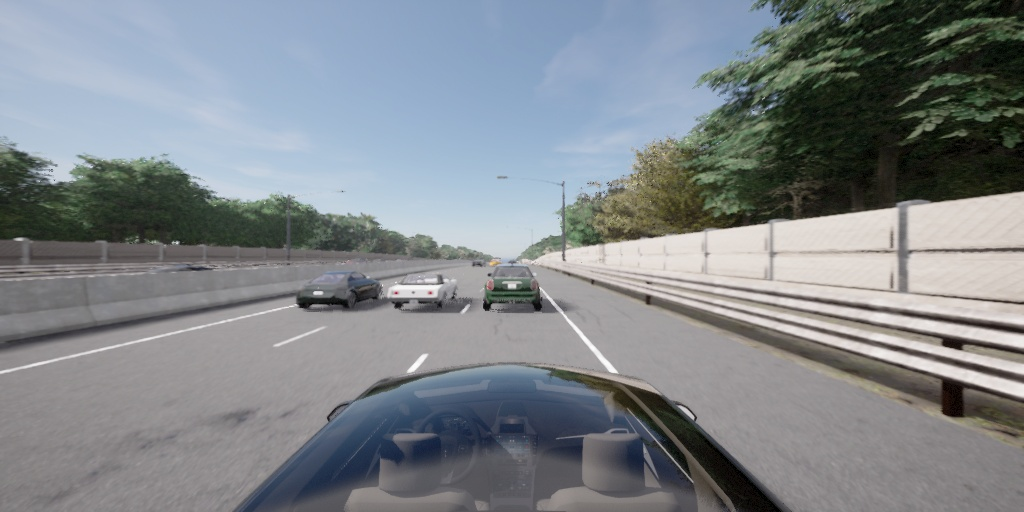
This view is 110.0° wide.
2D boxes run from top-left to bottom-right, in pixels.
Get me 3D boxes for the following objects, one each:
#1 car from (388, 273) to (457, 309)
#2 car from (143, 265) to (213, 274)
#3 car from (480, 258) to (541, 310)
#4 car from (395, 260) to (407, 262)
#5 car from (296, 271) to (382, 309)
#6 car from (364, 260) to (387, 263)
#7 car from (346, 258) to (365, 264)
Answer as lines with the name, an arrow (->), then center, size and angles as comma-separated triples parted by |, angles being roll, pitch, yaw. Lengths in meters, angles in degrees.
car -> -3.495, 1.348, 14.989 | 1.895, 1.301, 4.718 | 0, 0, 0
car -> -17.562, 1.250, 18.682 | 1.837, 1.490, 4.892 | 0, 0, 0
car -> 0.005, 1.099, 14.919 | 2.097, 1.767, 4.553 | 0, 0, 0
car -> -17.511, 1.290, 56.672 | 1.882, 1.535, 5.008 | 0, 0, 1
car -> -6.996, 1.311, 14.963 | 1.994, 1.385, 4.181 | 0, 0, 0
car -> -21.008, 1.311, 56.685 | 1.837, 1.490, 4.892 | 0, 0, 1
car -> -24.507, 1.166, 56.657 | 2.097, 1.767, 4.553 | 0, 0, 1
